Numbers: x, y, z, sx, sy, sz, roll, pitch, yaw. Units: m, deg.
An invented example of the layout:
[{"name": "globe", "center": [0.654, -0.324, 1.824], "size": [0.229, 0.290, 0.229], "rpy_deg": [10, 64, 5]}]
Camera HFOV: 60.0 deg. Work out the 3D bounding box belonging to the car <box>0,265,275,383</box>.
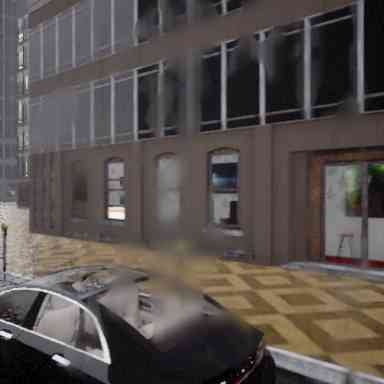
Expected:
[{"name": "car", "center": [-1.291, 1.544, 3.799], "size": [4.403, 1.369, 2.008], "rpy_deg": [0, 0, 36]}]
